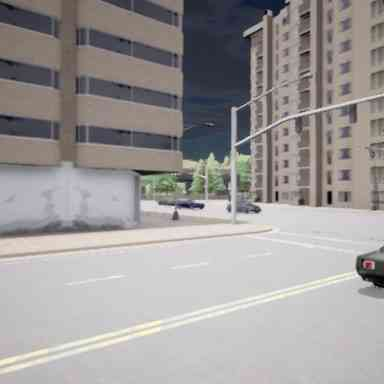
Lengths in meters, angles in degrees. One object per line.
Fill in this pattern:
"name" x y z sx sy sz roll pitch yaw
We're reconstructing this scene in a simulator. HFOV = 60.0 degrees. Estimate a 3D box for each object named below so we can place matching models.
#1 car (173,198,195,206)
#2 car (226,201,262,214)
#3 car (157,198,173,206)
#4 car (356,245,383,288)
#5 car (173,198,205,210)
"car" -1.531 1.758 59.881 1.895 1.301 4.718 0 0 -32
"car" 5.779 1.688 37.286 1.994 1.385 4.181 0 0 -36
"car" -4.355 1.704 57.334 1.994 1.385 4.181 0 0 -38
"car" 6.084 1.646 8.099 4.718 1.301 1.895 0 0 -35
"car" -0.240 1.724 45.582 1.895 1.301 4.718 0 0 -36
